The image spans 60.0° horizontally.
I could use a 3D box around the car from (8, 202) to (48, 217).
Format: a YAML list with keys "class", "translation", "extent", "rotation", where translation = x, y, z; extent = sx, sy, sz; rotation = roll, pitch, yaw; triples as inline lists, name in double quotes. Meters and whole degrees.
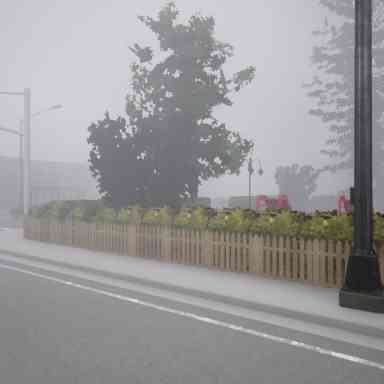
- class: "car"
  translation: [-13.989, 1.601, 30.301]
  extent: [1.895, 1.301, 4.718]
  rotation: [0, 0, 35]

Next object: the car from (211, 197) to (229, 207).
- class: "car"
  translation: [4.765, 1.490, 50.398]
  extent: [2.128, 1.511, 4.902]
  rotation: [0, 0, 35]
